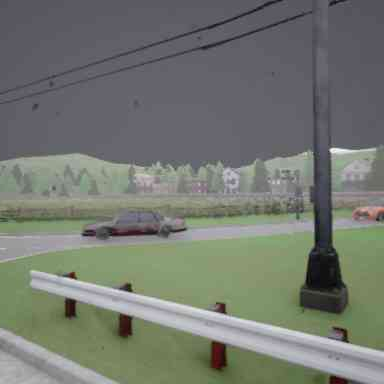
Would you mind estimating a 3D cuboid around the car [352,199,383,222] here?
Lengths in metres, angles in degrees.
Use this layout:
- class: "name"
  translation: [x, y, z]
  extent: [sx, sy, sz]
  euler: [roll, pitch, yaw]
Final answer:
- class: "car"
  translation: [14.751, 1.384, 26.237]
  extent: [4.553, 1.767, 2.097]
  euler: [0, 0, -29]

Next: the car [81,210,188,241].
- class: "car"
  translation: [-2.959, 1.678, 17.298]
  extent: [5.357, 1.411, 2.033]
  euler: [0, 0, -16]
